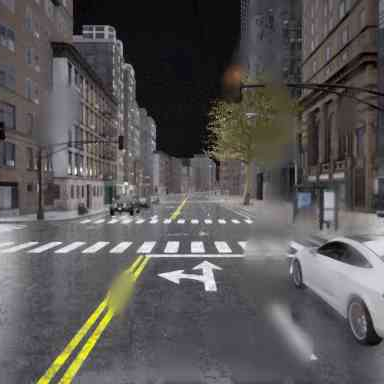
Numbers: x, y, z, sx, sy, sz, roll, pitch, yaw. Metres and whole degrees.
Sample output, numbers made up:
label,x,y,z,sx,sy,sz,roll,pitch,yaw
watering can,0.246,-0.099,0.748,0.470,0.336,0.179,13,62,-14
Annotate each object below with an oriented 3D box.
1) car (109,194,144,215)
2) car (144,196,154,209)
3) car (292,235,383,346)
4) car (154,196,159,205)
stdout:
label,x,y,z,sx,sy,sz,roll,pitch,yaw
car,-6.601,1.195,33.322,2.150,2.045,5.566,0,0,1
car,-6.639,1.432,43.848,1.882,1.535,5.008,0,0,0
car,3.344,1.524,6.212,1.812,1.442,4.674,0,0,0
car,-6.632,1.405,56.509,2.128,1.511,4.902,0,0,0
